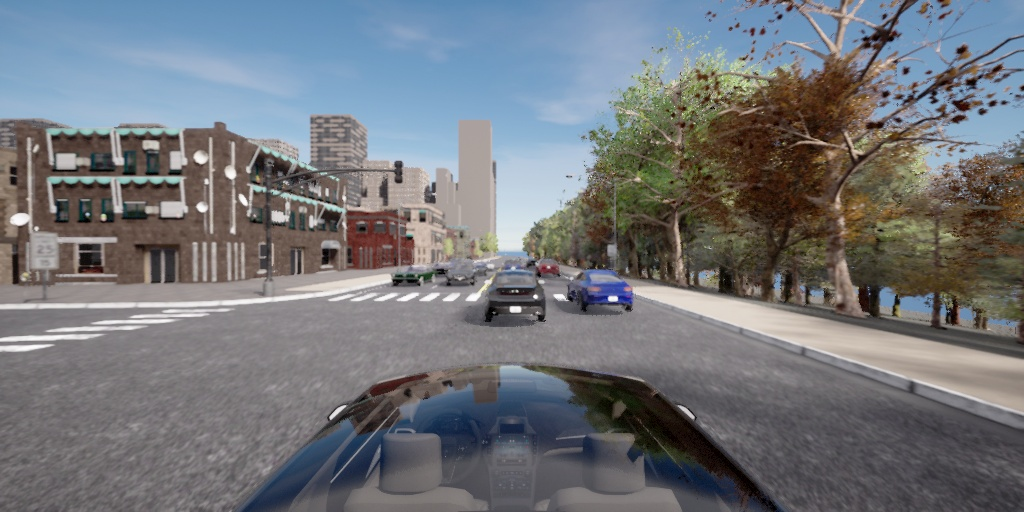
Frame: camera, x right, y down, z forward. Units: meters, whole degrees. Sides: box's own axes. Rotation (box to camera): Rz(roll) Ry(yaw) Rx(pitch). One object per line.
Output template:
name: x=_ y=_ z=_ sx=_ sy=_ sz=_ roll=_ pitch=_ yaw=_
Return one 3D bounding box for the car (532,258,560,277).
car: x=3.349 y=1.020 z=34.741 sx=2.097 sy=1.767 sz=4.553 roll=0 pitch=0 yaw=0

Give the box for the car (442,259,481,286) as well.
car: x=-3.368 y=1.198 z=24.920 sx=1.837 sy=1.490 sz=4.892 roll=0 pitch=0 yaw=-2

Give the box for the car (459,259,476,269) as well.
car: x=-6.503 y=1.187 z=52.388 sx=1.994 sy=1.385 sz=4.181 roll=0 pitch=0 yaw=0

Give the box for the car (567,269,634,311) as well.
car: x=3.350 y=1.245 z=14.180 sx=1.812 sy=1.442 sz=4.674 roll=0 pitch=0 yaw=0

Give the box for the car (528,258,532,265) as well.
car: x=3.287 y=1.112 z=58.600 sx=1.837 sy=1.490 sz=4.892 roll=0 pitch=0 yaw=1

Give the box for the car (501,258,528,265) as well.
car: x=0.099 y=1.025 z=32.818 sx=2.097 sy=1.767 sz=4.553 roll=0 pitch=0 yaw=0

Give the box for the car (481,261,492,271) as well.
car: x=-3.327 y=1.232 z=34.876 sx=1.994 sy=1.385 sz=4.181 roll=0 pitch=0 yaw=0

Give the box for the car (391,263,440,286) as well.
car: x=-6.592 y=1.295 z=24.521 sx=1.895 sy=1.301 sz=4.718 roll=0 pitch=0 yaw=3

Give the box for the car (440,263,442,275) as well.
car: x=-6.579 y=1.272 z=33.691 sx=1.895 sy=1.301 sz=4.718 roll=0 pitch=0 yaw=0

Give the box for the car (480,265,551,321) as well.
car: x=0.099 y=1.229 z=12.347 sx=1.837 sy=1.490 sz=4.892 roll=0 pitch=0 yaw=0

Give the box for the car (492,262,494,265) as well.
car: x=-3.258 y=1.243 z=44.894 sx=1.895 sy=1.301 sz=4.718 roll=0 pitch=0 yaw=0
